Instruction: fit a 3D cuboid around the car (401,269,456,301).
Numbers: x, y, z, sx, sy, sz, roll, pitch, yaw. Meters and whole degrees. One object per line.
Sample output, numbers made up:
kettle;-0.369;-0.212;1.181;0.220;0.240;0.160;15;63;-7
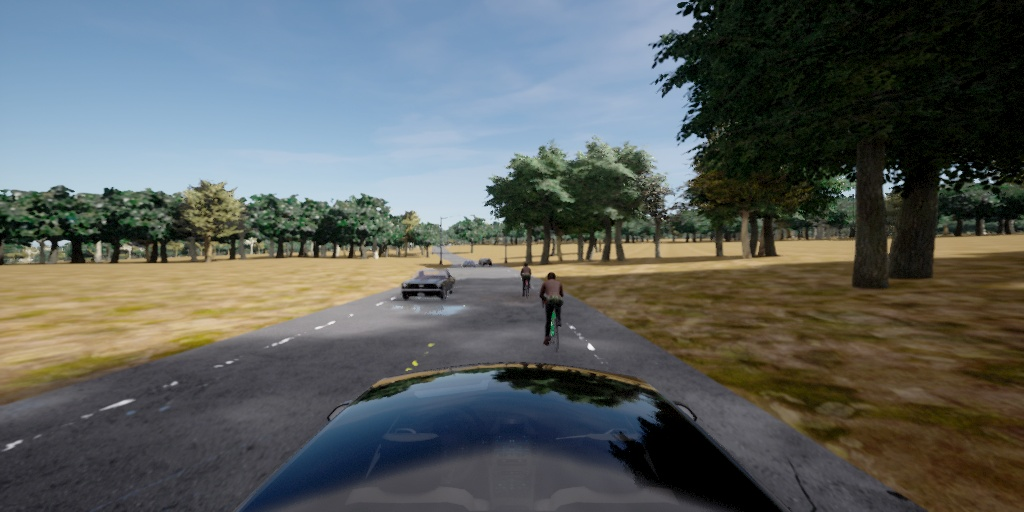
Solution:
car;-3.913;1.321;17.385;1.895;1.301;4.718;0;0;-2

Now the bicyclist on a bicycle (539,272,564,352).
bicyclist on a bicycle;0.889;1.189;7.912;0.582;1.620;1.656;0;0;-1

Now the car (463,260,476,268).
car;-7.127;1.305;59.822;1.994;1.385;4.181;0;0;-6

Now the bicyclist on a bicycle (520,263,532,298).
bicyclist on a bicycle;0.673;1.178;16.974;0.582;1.620;1.656;0;0;-2
